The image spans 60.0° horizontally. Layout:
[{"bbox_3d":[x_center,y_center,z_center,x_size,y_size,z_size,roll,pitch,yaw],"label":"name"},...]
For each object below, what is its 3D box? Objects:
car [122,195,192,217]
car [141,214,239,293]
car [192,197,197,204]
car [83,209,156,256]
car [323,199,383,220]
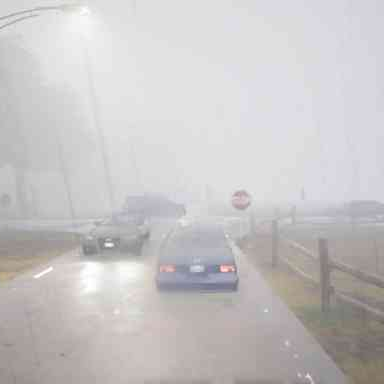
[{"bbox_3d":[-2.981,1.247,26.726,5.566,2.045,2.150,-1,2,-44],"label":"car"},{"bbox_3d":[0.095,1.549,8.999,2.033,1.411,5.357,0,0,0],"label":"car"},{"bbox_3d":[0.089,1.706,68.388,1.994,1.385,4.181,0,0,0],"label":"car"},{"bbox_3d":[-2.752,1.578,13.051,1.994,1.385,4.181,0,0,0],"label":"car"},{"bbox_3d":[12.664,1.340,25.699,4.892,1.490,1.837,-1,1,0],"label":"car"}]
